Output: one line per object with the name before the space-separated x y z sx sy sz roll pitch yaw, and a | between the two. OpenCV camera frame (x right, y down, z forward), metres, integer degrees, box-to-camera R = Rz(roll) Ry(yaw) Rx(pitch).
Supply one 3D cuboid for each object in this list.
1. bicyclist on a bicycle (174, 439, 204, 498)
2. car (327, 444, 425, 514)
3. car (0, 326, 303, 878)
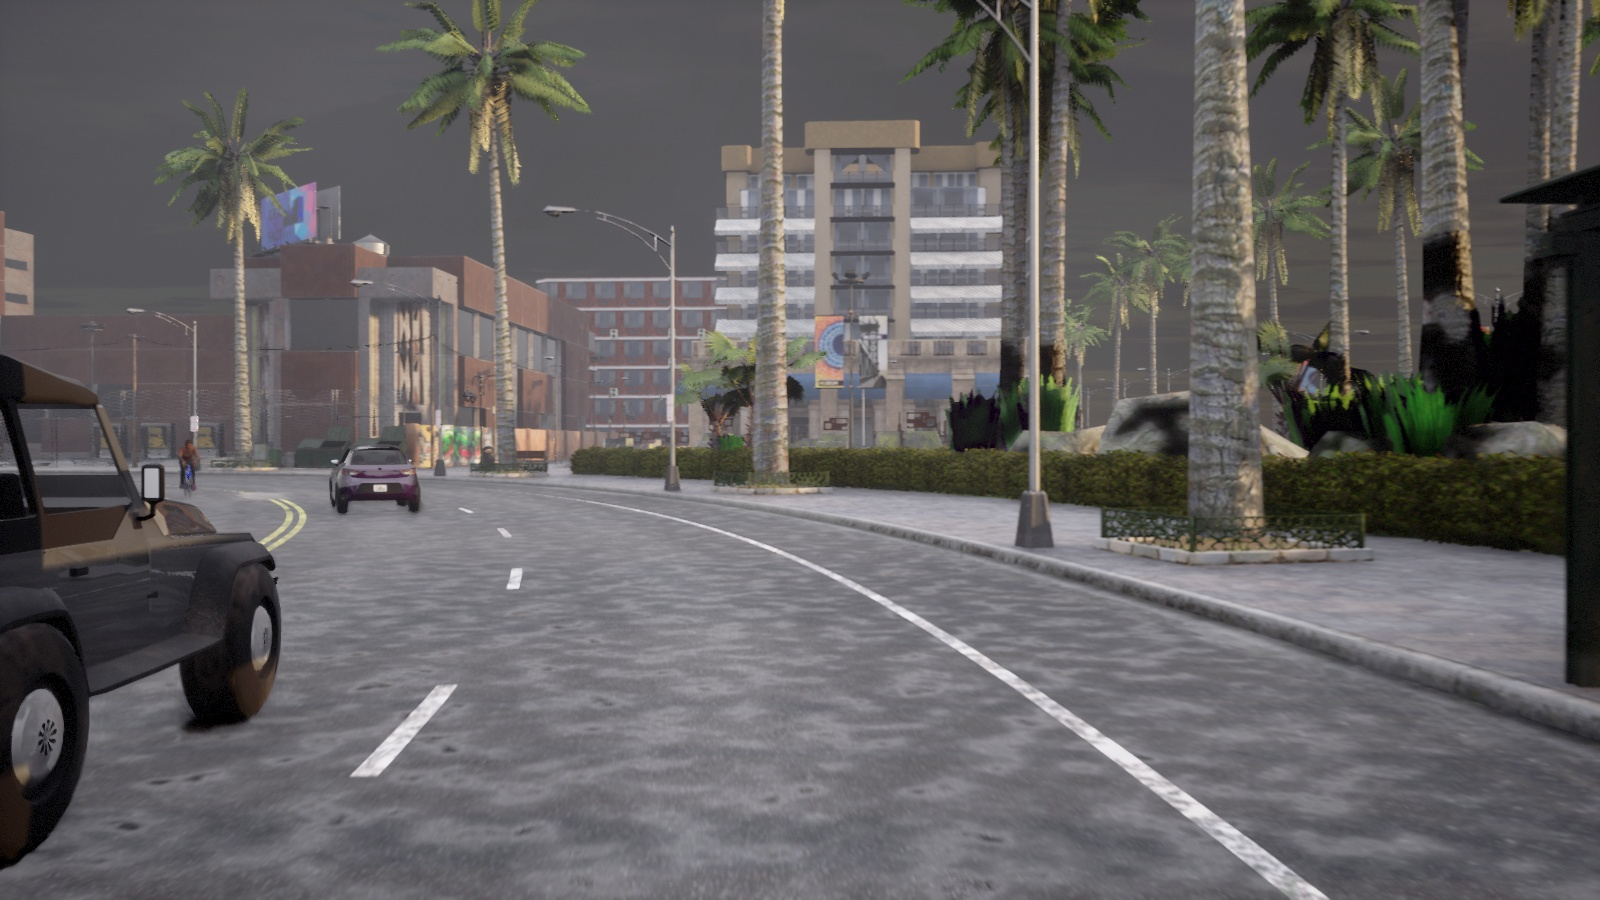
bicyclist on a bicycle | -17.134 0.498 35.202 0.582 1.620 1.656 0 1 -32
car | -9.802 0.596 28.841 1.816 1.474 4.193 0 0 -23
car | -3.775 0.511 5.515 1.905 1.878 3.866 0 0 -5
